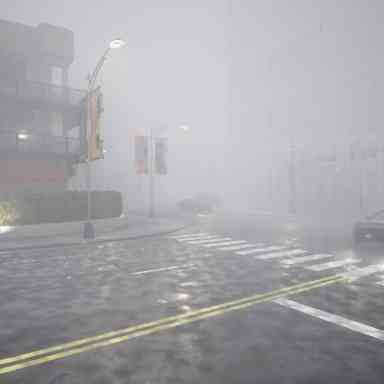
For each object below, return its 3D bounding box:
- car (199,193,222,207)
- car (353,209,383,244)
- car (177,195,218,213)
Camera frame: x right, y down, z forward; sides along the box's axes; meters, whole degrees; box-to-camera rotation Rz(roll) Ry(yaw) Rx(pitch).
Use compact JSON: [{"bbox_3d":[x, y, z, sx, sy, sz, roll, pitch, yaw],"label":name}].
[{"bbox_3d":[2.035,1.221,48.838,2.150,2.045,5.566,0,0,-33],"label":"car"},{"bbox_3d":[9.052,1.477,14.656,5.008,1.535,1.882,0,0,-35],"label":"car"},{"bbox_3d":[0.267,1.478,37.130,1.882,1.535,5.008,0,0,-35],"label":"car"}]
